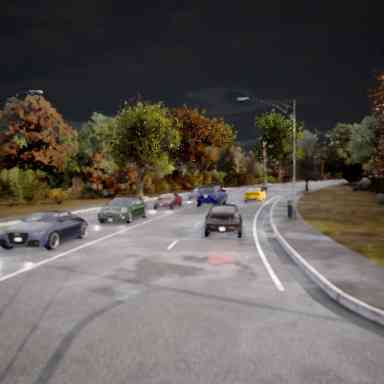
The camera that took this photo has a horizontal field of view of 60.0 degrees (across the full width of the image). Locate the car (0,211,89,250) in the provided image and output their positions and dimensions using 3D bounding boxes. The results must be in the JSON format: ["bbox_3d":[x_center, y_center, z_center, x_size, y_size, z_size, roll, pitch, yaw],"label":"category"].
[{"bbox_3d":[-6.007,1.490,13.949,1.994,1.385,4.181,0,1,8],"label":"car"}]

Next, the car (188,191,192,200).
[{"bbox_3d":[0.986,0.211,42.076,1.812,1.442,4.674,0,3,19],"label":"car"}]

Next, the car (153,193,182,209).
[{"bbox_3d":[-2.257,0.806,32.396,1.812,1.442,4.674,0,3,14],"label":"car"}]

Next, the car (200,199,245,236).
[{"bbox_3d":[1.735,1.353,17.464,1.837,1.490,4.892,0,2,9],"label":"car"}]

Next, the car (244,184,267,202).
[{"bbox_3d":[7.375,0.240,38.571,1.882,1.535,5.008,0,4,20],"label":"car"}]

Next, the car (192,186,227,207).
[{"bbox_3d":[2.117,0.345,34.127,2.150,2.045,5.566,0,3,17],"label":"car"}]

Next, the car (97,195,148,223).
[{"bbox_3d":[-4.600,1.063,22.636,2.097,1.767,4.553,0,2,12],"label":"car"}]

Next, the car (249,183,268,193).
[{"bbox_3d":[11.008,-0.701,54.898,1.994,1.385,4.181,0,3,28],"label":"car"}]
